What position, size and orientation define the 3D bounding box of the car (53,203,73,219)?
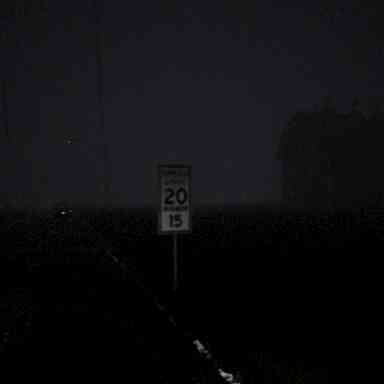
[{"bbox_3d":[-14.266,2.212,36.831,1.994,1.385,4.181,0,-1,-21],"label":"car"}]
